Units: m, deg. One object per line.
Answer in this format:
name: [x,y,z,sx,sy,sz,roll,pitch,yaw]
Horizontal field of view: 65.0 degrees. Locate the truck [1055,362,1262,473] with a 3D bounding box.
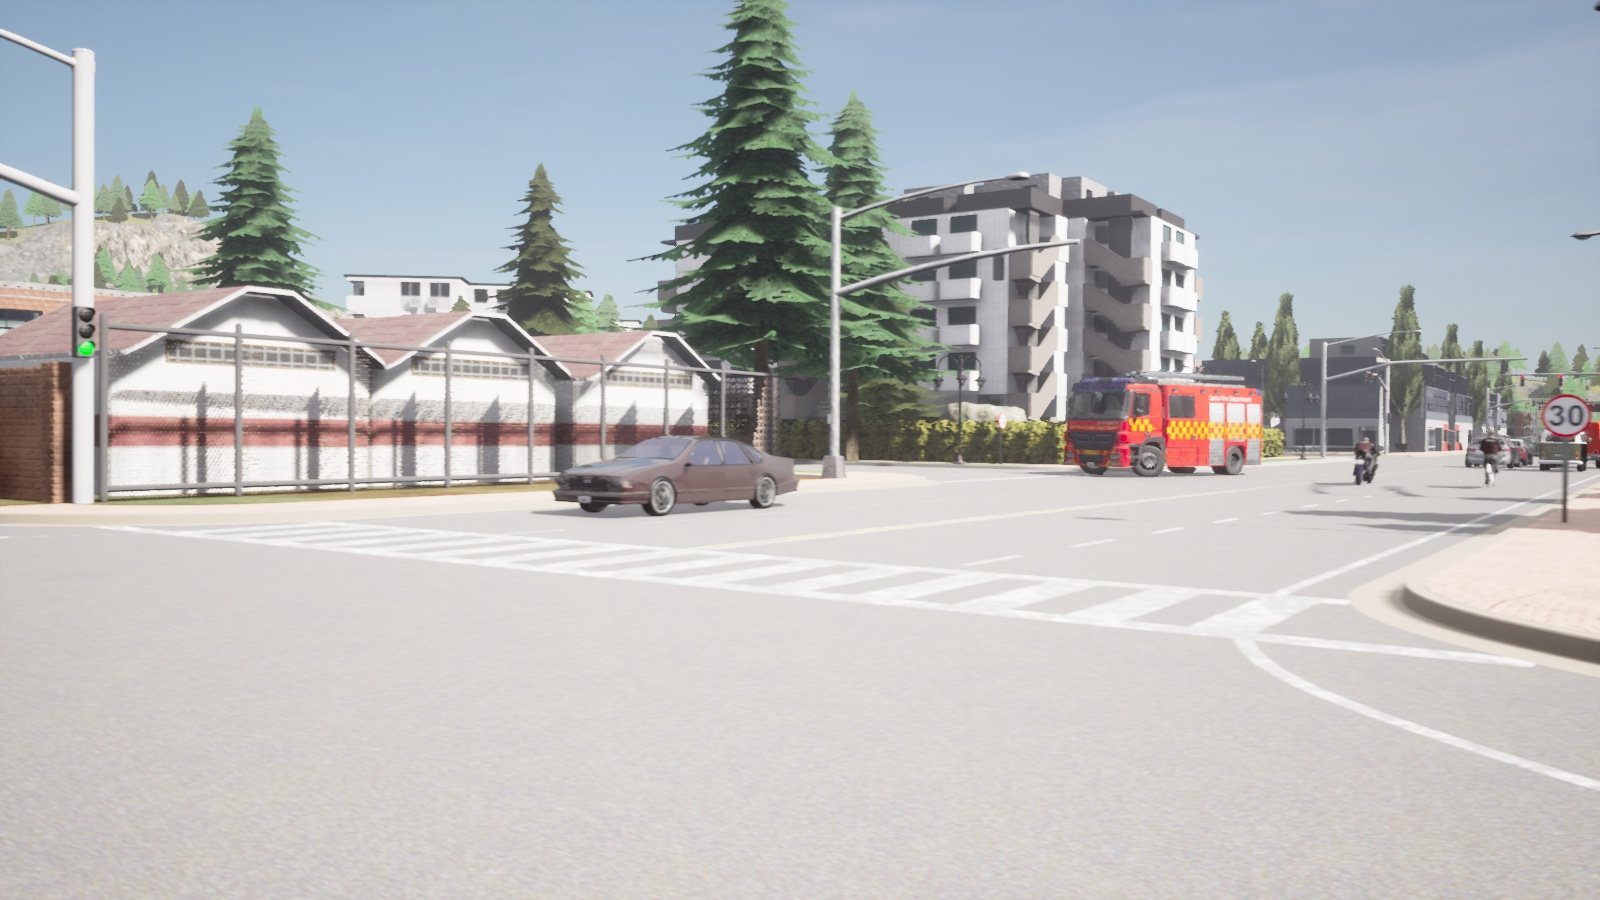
truck: [13.540,-1.200,47.086,8.468,3.827,2.891,-1,2,-36]

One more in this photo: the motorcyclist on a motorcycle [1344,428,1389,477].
motorcyclist on a motorcycle: [17.935,0.061,39.731,0.866,1.530,2.191,0,1,35]

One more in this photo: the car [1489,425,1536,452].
car: [40.944,-0.659,72.138,1.970,1.475,3.806,0,1,35]

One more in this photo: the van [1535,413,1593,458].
van: [35.963,-0.677,59.072,2.069,2.038,4.480,0,1,35]

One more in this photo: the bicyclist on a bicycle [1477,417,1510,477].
bicyclist on a bicycle: [20.937,-0.105,37.913,0.659,1.776,1.843,0,1,35]

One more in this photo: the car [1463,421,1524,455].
car: [36.052,-0.642,65.250,2.242,1.667,4.611,0,1,36]

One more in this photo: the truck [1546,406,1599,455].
truck: [41.367,-1.041,66.688,2.627,2.467,5.204,0,1,35]

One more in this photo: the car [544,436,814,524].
car: [-2.101,0.475,23.600,2.033,1.411,5.357,0,1,35]
